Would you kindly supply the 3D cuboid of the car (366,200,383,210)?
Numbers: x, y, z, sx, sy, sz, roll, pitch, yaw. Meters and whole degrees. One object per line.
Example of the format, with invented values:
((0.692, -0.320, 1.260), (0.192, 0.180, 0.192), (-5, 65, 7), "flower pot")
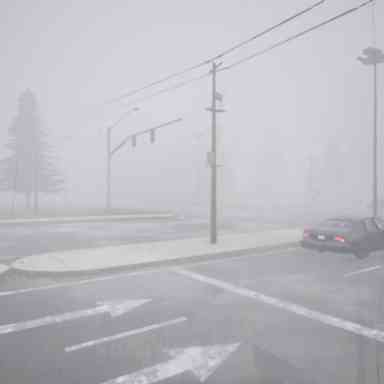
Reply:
((26.789, 1.788, 47.311), (4.718, 1.301, 1.895), (0, 0, -35), "car")

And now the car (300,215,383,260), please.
((6.385, 1.595, 12.771), (5.357, 1.411, 2.033), (0, 0, -37), "car")
